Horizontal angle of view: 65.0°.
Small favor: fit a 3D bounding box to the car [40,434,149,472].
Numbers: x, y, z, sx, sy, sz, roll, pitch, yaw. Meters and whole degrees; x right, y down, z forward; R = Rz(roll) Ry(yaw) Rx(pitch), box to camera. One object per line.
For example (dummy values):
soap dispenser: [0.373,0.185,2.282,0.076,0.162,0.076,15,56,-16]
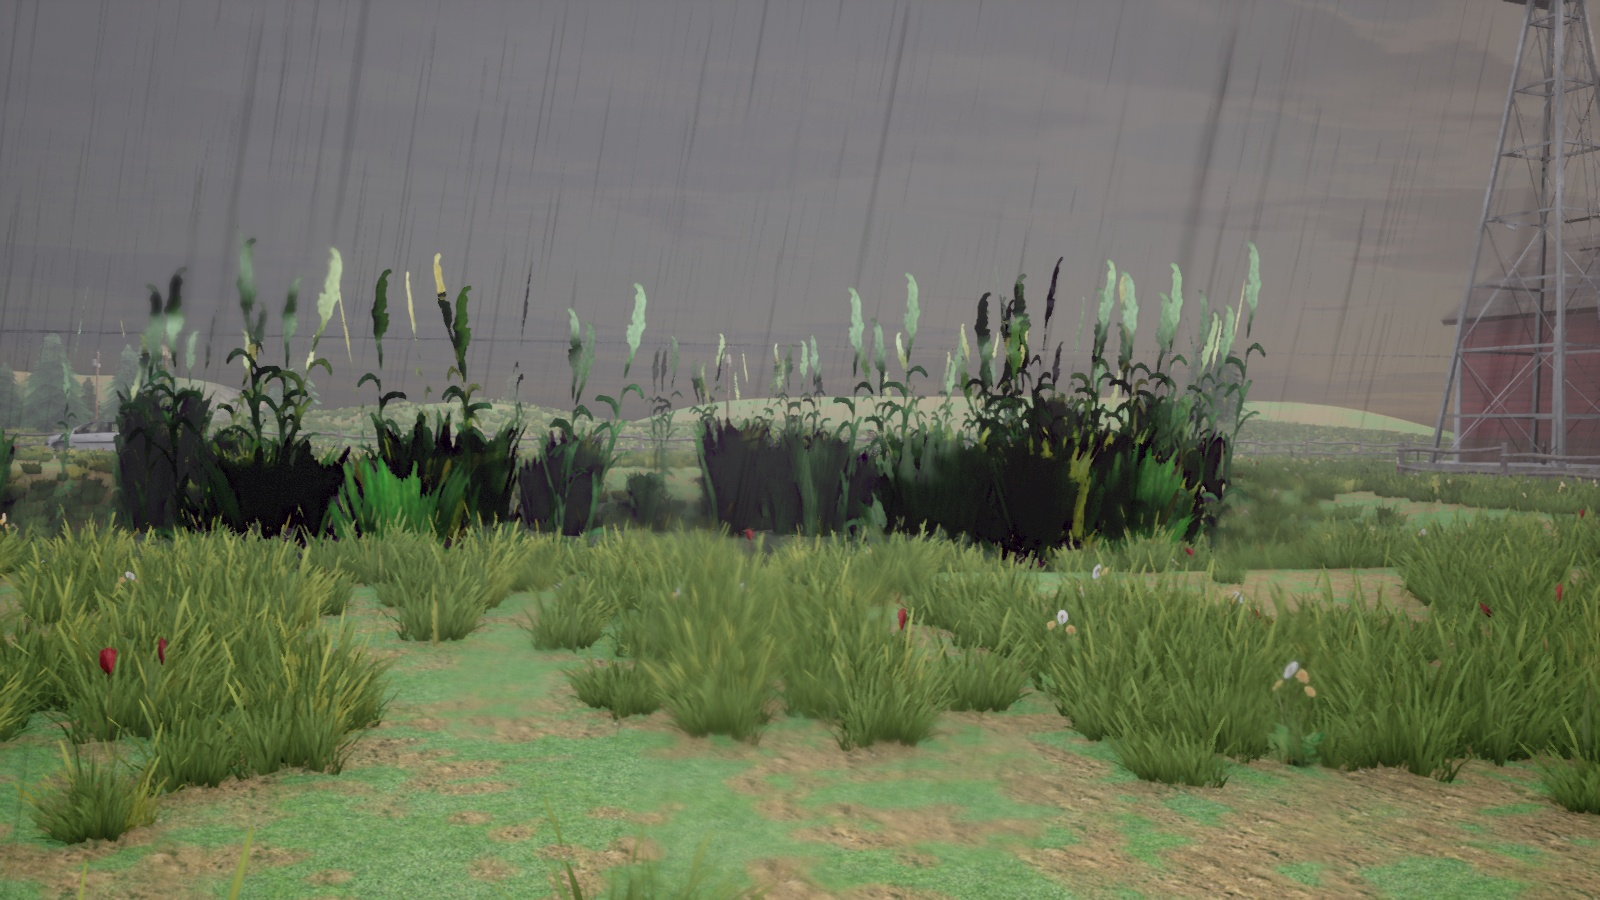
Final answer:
car: [-32.235,0.112,57.480,3.988,1.617,1.851,-1,1,-15]
